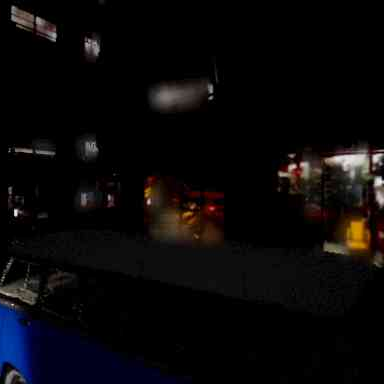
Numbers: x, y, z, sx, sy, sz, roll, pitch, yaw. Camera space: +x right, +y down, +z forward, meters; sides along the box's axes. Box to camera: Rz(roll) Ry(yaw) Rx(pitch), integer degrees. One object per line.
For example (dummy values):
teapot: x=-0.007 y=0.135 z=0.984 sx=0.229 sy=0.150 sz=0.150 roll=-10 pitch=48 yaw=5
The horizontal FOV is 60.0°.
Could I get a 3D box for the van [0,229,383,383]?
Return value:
van: x=-0.334 y=1.338 z=3.098 sx=3.998 sy=1.788 sz=1.690 roll=0 pitch=1 yaw=36
